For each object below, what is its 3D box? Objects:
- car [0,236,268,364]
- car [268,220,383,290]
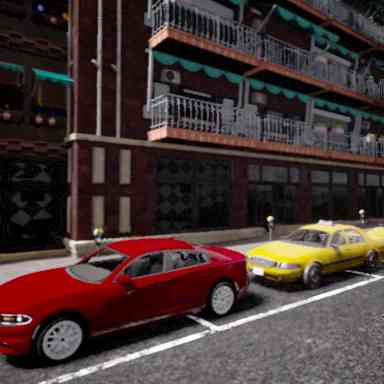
[{"bbox_3d":[-0.977,1.533,5.848,4.507,1.381,1.887,0,1,-35],"label":"car"},{"bbox_3d":[3.492,1.486,9.037,4.829,1.417,1.752,0,1,-35],"label":"car"}]
